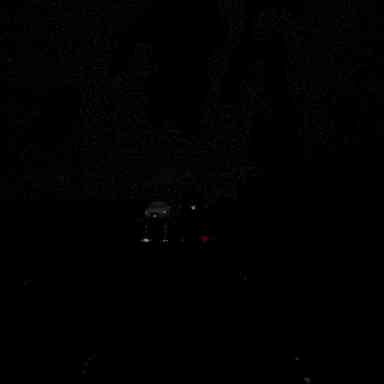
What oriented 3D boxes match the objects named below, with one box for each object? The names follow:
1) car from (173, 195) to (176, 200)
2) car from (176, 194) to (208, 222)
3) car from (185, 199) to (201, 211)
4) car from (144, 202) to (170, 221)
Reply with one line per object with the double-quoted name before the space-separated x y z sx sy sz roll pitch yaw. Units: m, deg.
"car" -2.736 1.172 68.181 1.837 1.490 4.892 0 0 0
"car" 0.095 1.237 26.401 2.150 2.045 5.566 0 0 0
"car" 0.109 1.630 43.285 1.895 1.301 4.718 0 0 0
"car" -2.832 1.544 27.685 1.812 1.442 4.674 0 0 0
